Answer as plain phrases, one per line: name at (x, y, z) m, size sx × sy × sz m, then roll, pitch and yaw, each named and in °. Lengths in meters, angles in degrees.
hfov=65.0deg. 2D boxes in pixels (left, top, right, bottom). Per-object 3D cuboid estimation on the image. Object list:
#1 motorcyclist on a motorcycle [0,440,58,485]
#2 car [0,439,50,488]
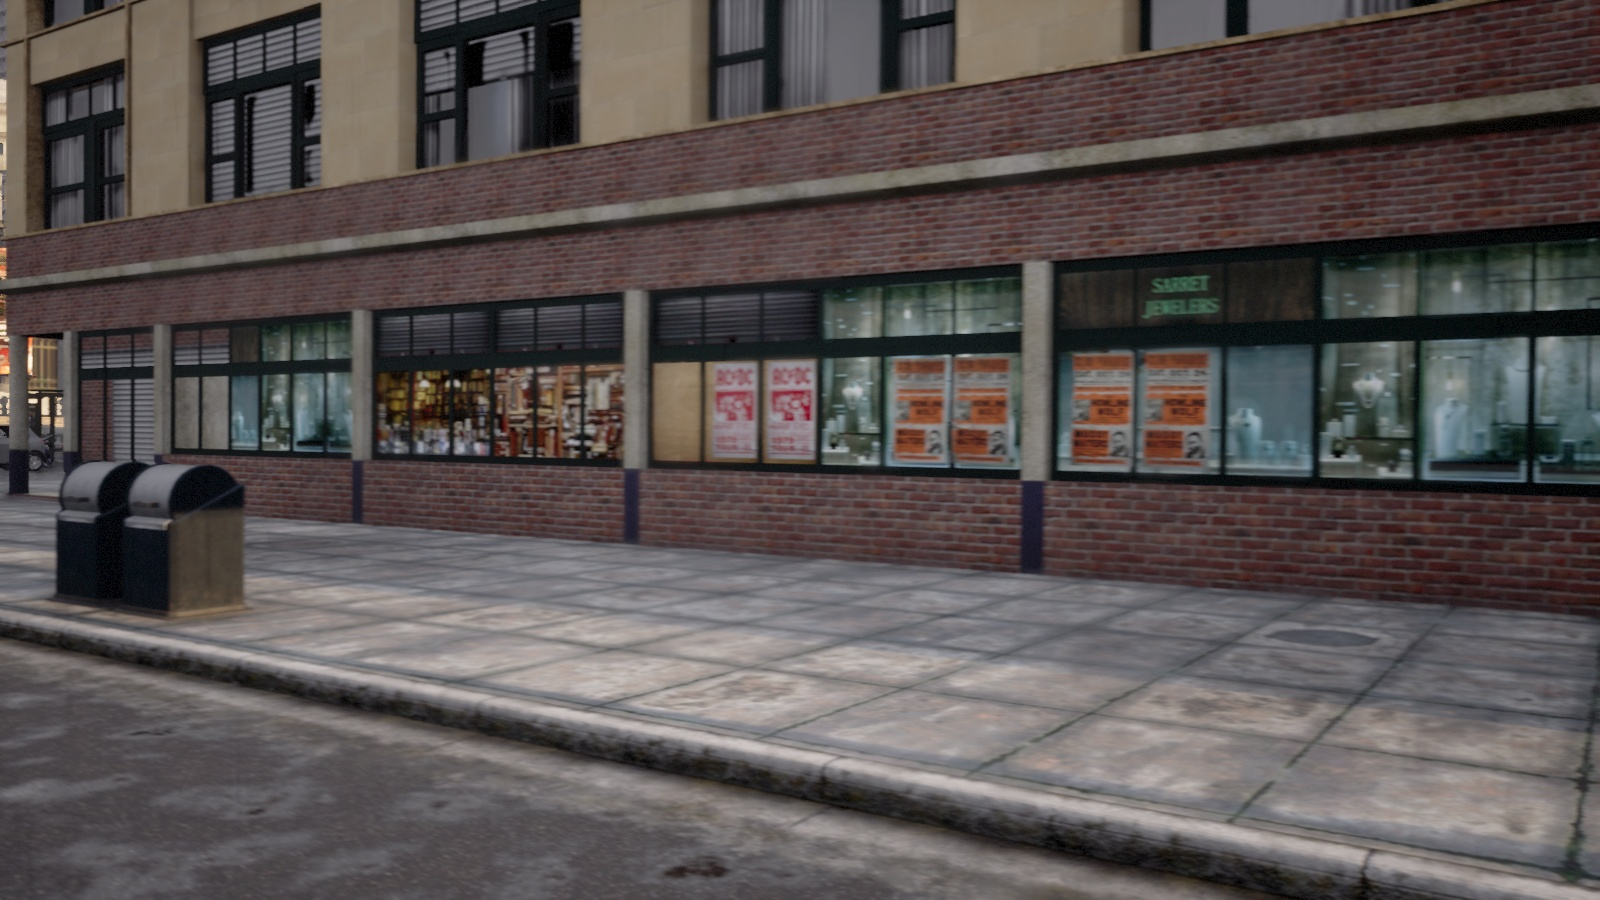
motorcyclist on a motorcycle at (-27.198, 0.416, 43.676) m, size 0.866 × 1.530 × 2.191 m, roll 0°, pitch 1°, yaw 34°
car at (-25.880, 0.442, 39.357) m, size 1.845 × 1.501 × 3.633 m, roll 0°, pitch 1°, yaw 34°
